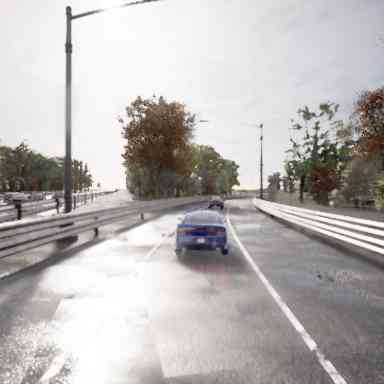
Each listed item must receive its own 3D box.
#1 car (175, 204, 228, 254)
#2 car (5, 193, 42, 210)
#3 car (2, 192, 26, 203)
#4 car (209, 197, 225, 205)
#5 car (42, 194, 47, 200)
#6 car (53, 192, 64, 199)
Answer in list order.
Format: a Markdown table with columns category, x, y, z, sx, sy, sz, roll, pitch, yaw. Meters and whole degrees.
| category | x | y | z | sx | sy | sz | roll | pitch | yaw |
| --- | --- | --- | --- | --- | --- | --- | --- | --- | --- |
| car | 0.409 | 1.475 | 13.571 | 1.882 | 1.535 | 5.008 | 0 | 0 | 2 |
| car | -17.320 | 1.062 | 34.207 | 1.837 | 1.490 | 4.892 | 0 | 0 | -12 |
| car | -28.595 | 0.850 | 53.629 | 2.128 | 1.511 | 4.902 | 0 | 0 | -12 |
| car | 3.350 | 1.476 | 44.859 | 1.837 | 1.490 | 4.892 | 0 | 0 | 8 |
| car | -25.272 | 0.938 | 54.840 | 1.994 | 1.385 | 4.181 | 0 | 0 | -12 |
| car | -21.876 | 0.745 | 55.713 | 2.097 | 1.767 | 4.553 | 0 | 0 | -12 |
